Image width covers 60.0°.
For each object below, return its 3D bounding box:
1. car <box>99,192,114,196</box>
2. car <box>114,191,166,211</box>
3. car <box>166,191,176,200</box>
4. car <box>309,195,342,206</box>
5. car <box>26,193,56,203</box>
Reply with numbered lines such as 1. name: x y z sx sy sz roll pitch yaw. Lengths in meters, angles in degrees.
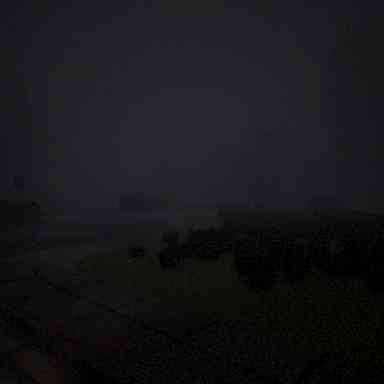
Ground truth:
1. car: -14.556 0.768 59.354 1.816 1.474 4.193 1 1 42
2. car: -5.262 0.912 34.156 1.932 1.855 4.605 1 1 42
3. car: -4.091 0.733 50.832 1.905 1.878 3.866 1 1 42
4. car: 14.018 1.188 34.775 2.242 1.667 4.611 1 1 42
5. car: -22.200 0.856 48.937 1.784 1.438 3.905 1 1 42
